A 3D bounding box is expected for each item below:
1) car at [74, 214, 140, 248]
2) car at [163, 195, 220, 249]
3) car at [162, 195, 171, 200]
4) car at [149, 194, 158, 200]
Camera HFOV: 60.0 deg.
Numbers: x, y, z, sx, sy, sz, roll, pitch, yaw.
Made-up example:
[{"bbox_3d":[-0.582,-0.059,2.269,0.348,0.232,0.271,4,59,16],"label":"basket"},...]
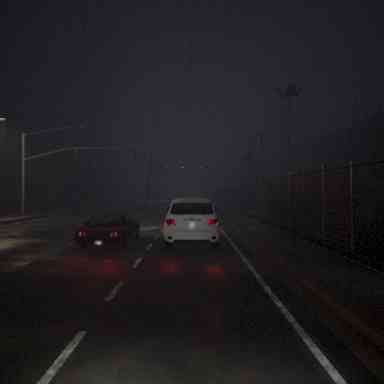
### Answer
[{"bbox_3d":[-3.500,1.615,14.680,1.895,1.301,4.718,0,0,0],"label":"car"},{"bbox_3d":[0.000,1.257,14.680,2.150,2.045,5.566,0,0,0],"label":"car"},{"bbox_3d":[-7.000,1.502,91.759,2.128,1.511,4.902,0,0,0],"label":"car"},{"bbox_3d":[-10.500,1.332,91.789,2.097,1.767,4.553,0,0,0],"label":"car"}]
